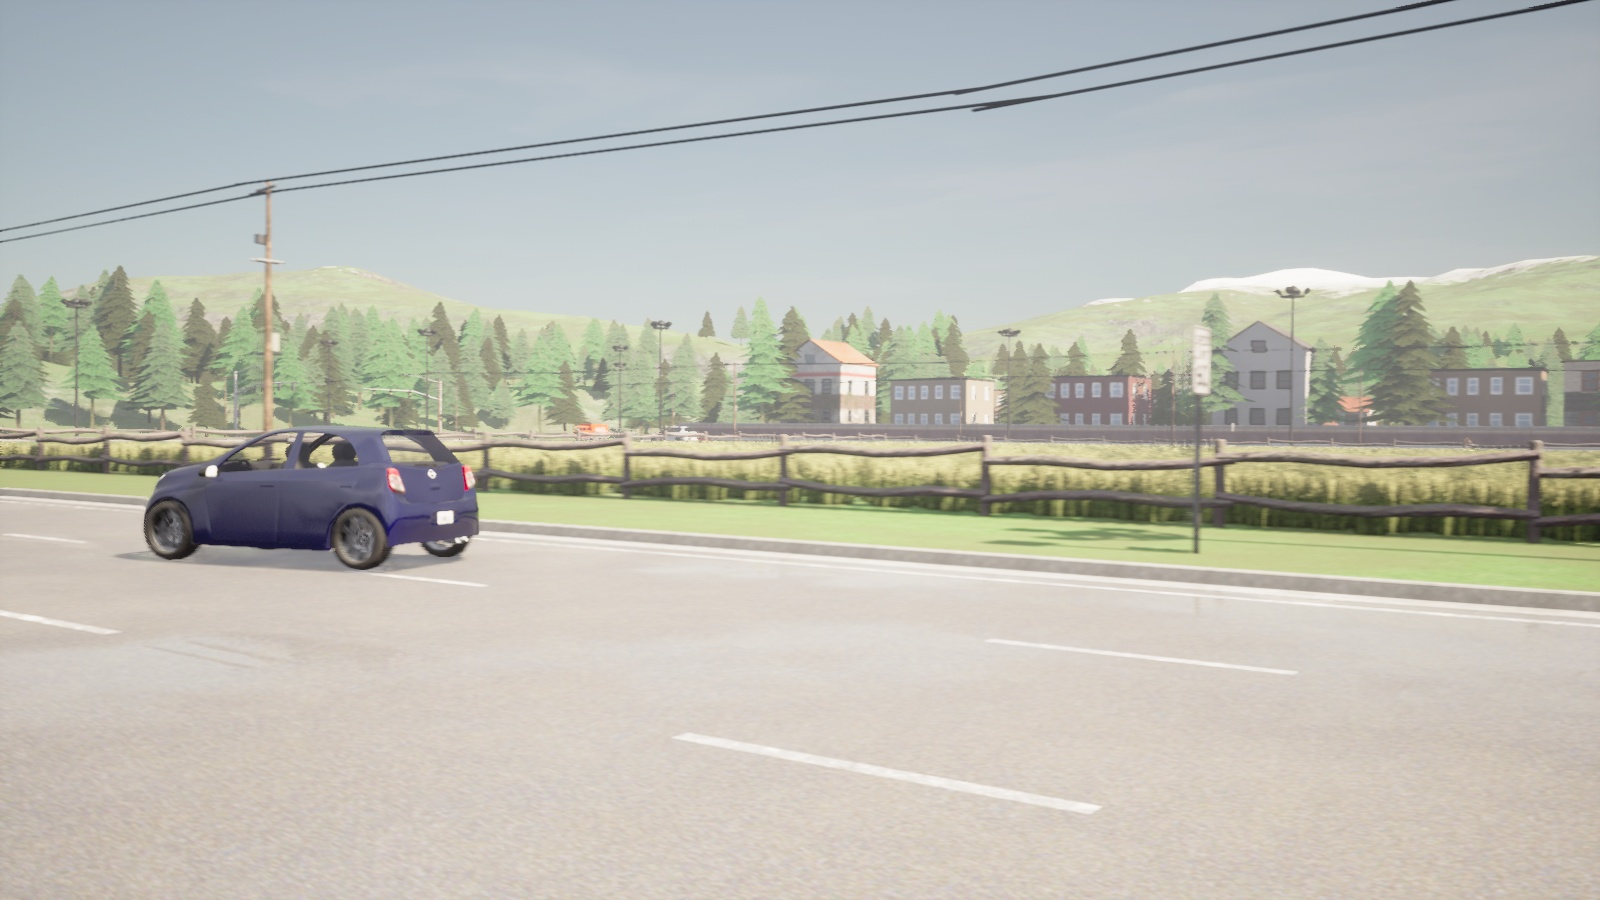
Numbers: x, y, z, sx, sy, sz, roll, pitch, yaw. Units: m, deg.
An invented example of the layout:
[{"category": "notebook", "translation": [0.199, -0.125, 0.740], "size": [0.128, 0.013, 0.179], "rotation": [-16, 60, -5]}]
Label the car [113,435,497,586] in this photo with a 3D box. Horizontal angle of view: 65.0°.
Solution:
[{"category": "car", "translation": [-5.468, 0.603, 13.980], "size": [3.633, 1.501, 1.845], "rotation": [0, 1, 19]}]
